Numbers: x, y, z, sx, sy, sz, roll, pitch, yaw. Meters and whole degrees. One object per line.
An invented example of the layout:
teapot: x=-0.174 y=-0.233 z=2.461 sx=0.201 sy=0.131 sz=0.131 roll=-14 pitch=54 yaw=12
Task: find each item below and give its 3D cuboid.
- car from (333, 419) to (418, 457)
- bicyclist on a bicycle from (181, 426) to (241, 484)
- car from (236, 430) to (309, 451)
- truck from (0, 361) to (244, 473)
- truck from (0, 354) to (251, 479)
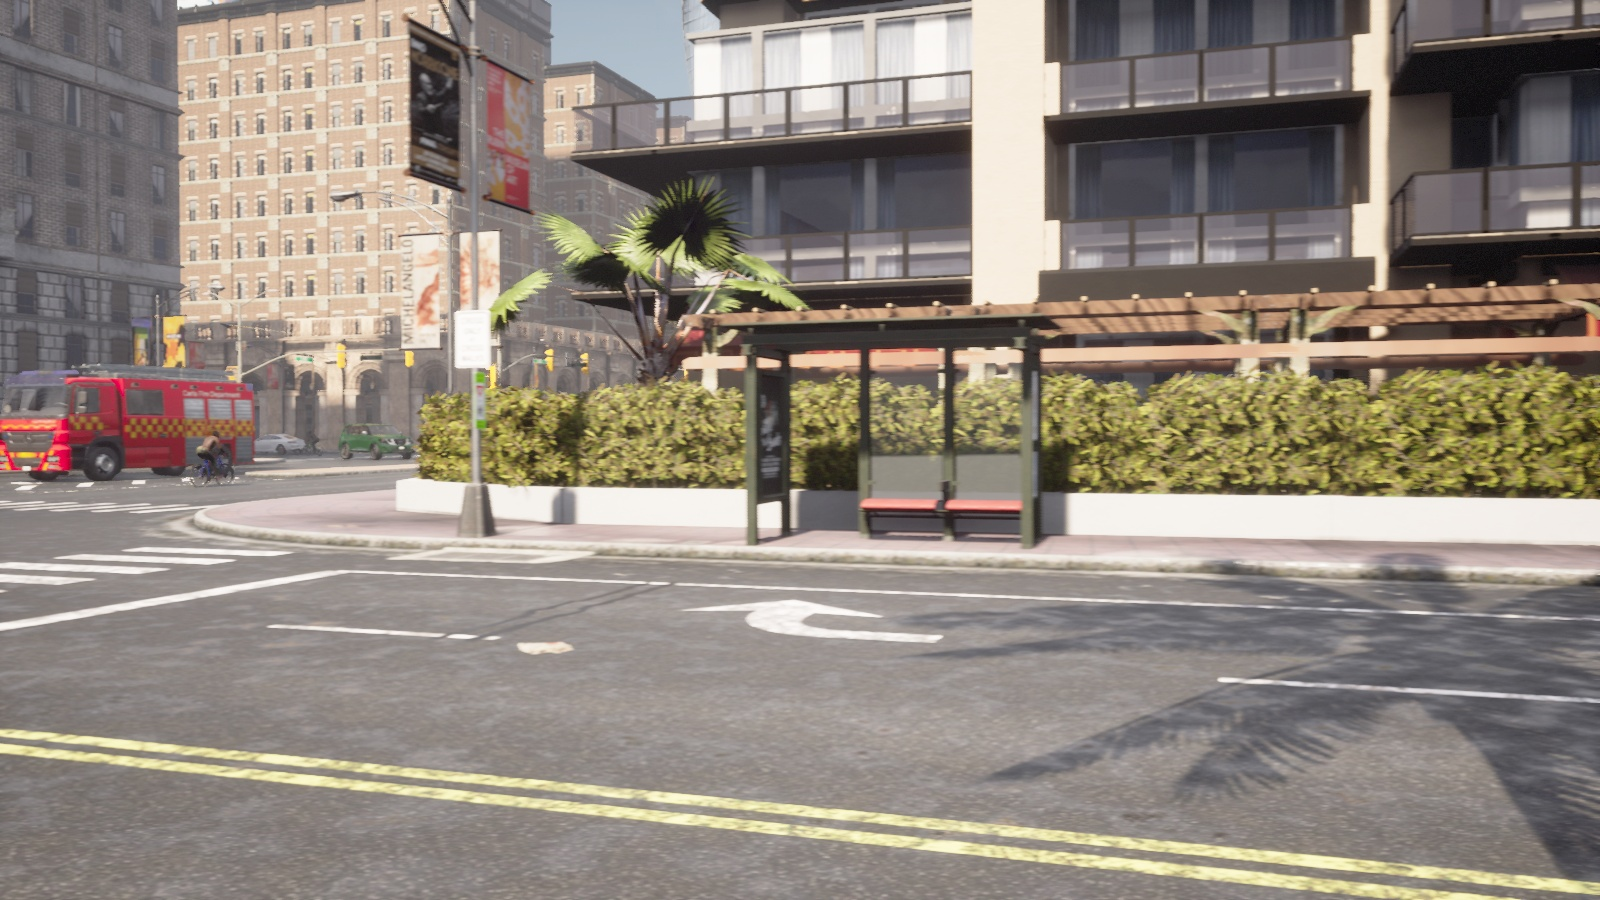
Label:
car: x=-23.819 y=-0.666 z=70.392 sx=5.566 sy=2.045 sz=2.150 roll=1 pitch=1 yaw=43
bicyclist on a bicycle: x=-16.929 y=0.141 z=36.115 sx=0.582 sy=1.620 sz=1.656 roll=1 pitch=1 yaw=18
car: x=-36.781 y=-0.681 z=87.604 sx=4.674 sy=1.442 sz=1.812 roll=1 pitch=1 yaw=18
truck: x=-25.293 y=-1.189 z=47.501 sx=2.891 sy=3.827 sz=8.468 roll=1 pitch=1 yaw=18
truck: x=-23.073 y=-1.110 z=43.033 sx=2.891 sy=3.827 sz=8.468 roll=1 pitch=1 yaw=18
